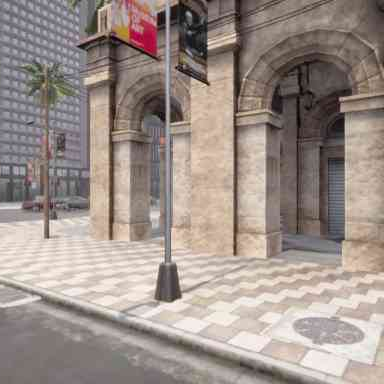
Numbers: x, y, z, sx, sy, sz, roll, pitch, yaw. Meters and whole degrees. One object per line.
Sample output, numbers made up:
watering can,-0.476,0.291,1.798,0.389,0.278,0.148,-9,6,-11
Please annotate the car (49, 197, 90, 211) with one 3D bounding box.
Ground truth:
car,-14.160,1.491,40.119,2.128,1.511,4.902,0,0,36

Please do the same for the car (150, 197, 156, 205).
car,-7.976,1.491,54.763,2.128,1.511,4.902,0,0,36

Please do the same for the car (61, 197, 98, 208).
car,-16.291,1.513,48.472,2.161,1.482,4.786,0,0,35

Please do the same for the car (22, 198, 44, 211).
car,-18.090,1.477,40.639,1.882,1.535,5.008,0,0,36
